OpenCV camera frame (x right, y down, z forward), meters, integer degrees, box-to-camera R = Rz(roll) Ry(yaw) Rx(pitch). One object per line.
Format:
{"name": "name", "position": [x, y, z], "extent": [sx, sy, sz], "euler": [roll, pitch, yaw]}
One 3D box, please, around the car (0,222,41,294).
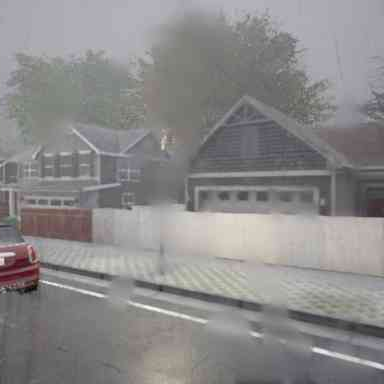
{"name": "car", "position": [-5.629, 1.442, 7.781], "extent": [4.553, 1.767, 2.097], "euler": [-1, 0, 34]}
